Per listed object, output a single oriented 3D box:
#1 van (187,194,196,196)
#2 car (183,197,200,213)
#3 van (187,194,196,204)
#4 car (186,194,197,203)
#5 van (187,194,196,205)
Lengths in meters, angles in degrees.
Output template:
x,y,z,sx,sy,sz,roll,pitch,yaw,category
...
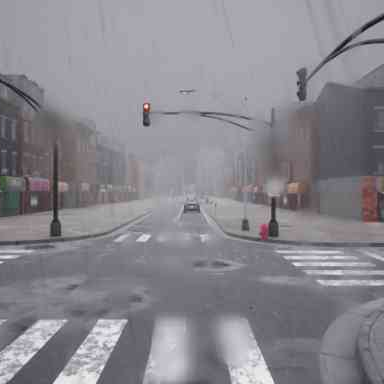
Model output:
x,y,z,sx,sy,sz,roll,pitch,yaw,category
-0.079,1.341,53.537,1.690,1.788,3.998,0,0,0,van
-0.016,1.563,36.720,1.947,1.339,4.313,0,0,0,car
-0.119,1.348,64.748,1.690,1.788,3.998,0,0,0,van
-0.140,1.326,70.353,2.192,1.841,5.009,0,0,0,car
-0.099,1.344,59.142,1.690,1.788,3.998,0,0,0,van
